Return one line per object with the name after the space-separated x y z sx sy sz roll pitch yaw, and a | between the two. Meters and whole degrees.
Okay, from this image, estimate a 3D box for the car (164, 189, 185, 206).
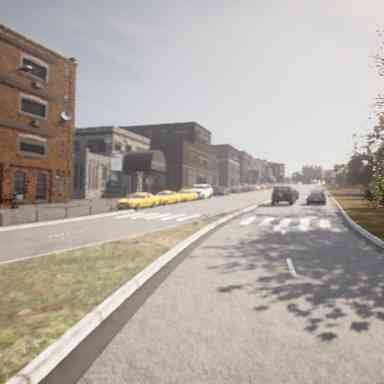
-2.893 0.583 35.369 1.946 1.575 5.366 1 2 21 | car

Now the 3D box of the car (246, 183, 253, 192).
10.900 -0.876 71.775 2.435 2.045 5.566 1 2 21 | car

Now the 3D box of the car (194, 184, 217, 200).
1.122 -0.017 45.953 2.435 2.045 5.566 1 2 21 | car

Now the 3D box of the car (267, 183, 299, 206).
9.940 0.341 35.983 2.150 2.045 5.566 1 2 22 | car

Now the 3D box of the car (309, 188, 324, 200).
17.542 0.274 46.839 1.812 1.442 4.674 1 2 21 | car

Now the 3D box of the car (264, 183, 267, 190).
18.701 -1.435 92.375 2.185 1.767 4.553 1 2 21 | car

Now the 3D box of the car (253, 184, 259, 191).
14.183 -0.917 80.609 2.231 1.521 4.892 1 2 21 | car

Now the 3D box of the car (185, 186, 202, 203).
-0.937 0.411 40.533 1.946 1.575 5.366 1 2 21 | car

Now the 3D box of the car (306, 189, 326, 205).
13.551 0.665 36.308 1.994 1.385 4.181 1 2 21 | car

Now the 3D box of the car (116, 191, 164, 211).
-4.857 0.757 30.210 1.946 1.575 5.366 1 2 21 | car

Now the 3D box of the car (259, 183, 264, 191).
16.668 -1.134 87.012 1.946 1.575 5.366 1 2 21 | car

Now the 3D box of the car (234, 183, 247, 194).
8.957 -0.453 66.651 2.231 1.521 4.892 1 2 21 | car

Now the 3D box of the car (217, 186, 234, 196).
5.028 -0.080 56.290 2.163 1.488 4.792 1 2 21 | car
